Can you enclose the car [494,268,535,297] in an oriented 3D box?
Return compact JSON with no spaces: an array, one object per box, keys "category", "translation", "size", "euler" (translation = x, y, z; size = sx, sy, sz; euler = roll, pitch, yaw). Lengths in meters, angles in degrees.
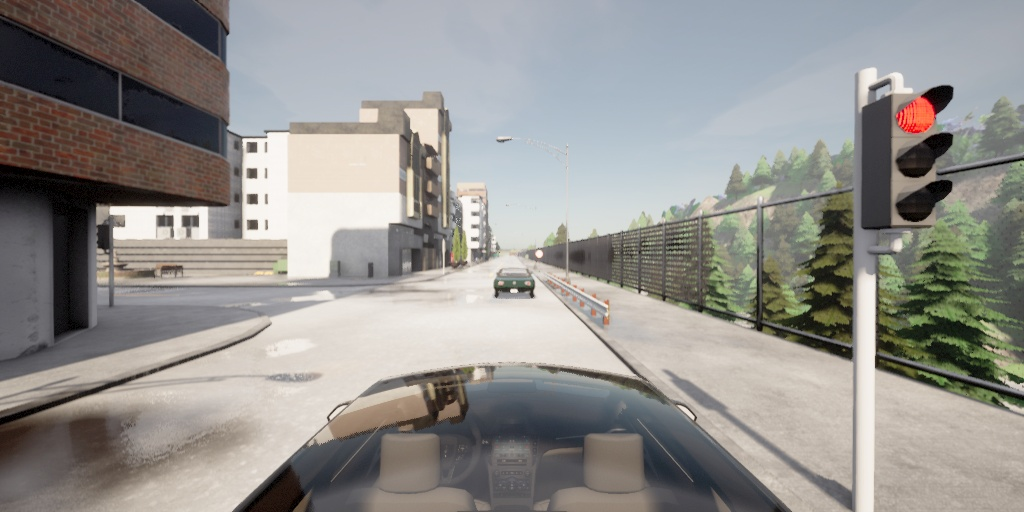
[{"category":"car","translation":[0.107,1.240,18.127],"size":[1.895,1.301,4.718],"euler":[0,0,0]}]
